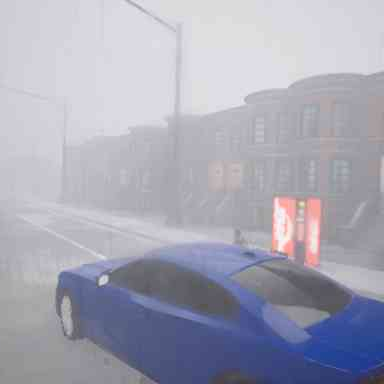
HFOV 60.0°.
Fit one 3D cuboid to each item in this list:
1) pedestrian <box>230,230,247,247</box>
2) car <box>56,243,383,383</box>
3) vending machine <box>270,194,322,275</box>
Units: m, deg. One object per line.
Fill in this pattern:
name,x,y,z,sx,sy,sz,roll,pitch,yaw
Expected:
pedestrian,1.317,1.566,9.223,0.500,1.100,0.500,1,1,-38
car,0.033,1.414,4.297,5.008,1.535,1.882,2,2,44
vending machine,2.959,1.127,9.468,1.100,2.100,0.880,1,1,-40
